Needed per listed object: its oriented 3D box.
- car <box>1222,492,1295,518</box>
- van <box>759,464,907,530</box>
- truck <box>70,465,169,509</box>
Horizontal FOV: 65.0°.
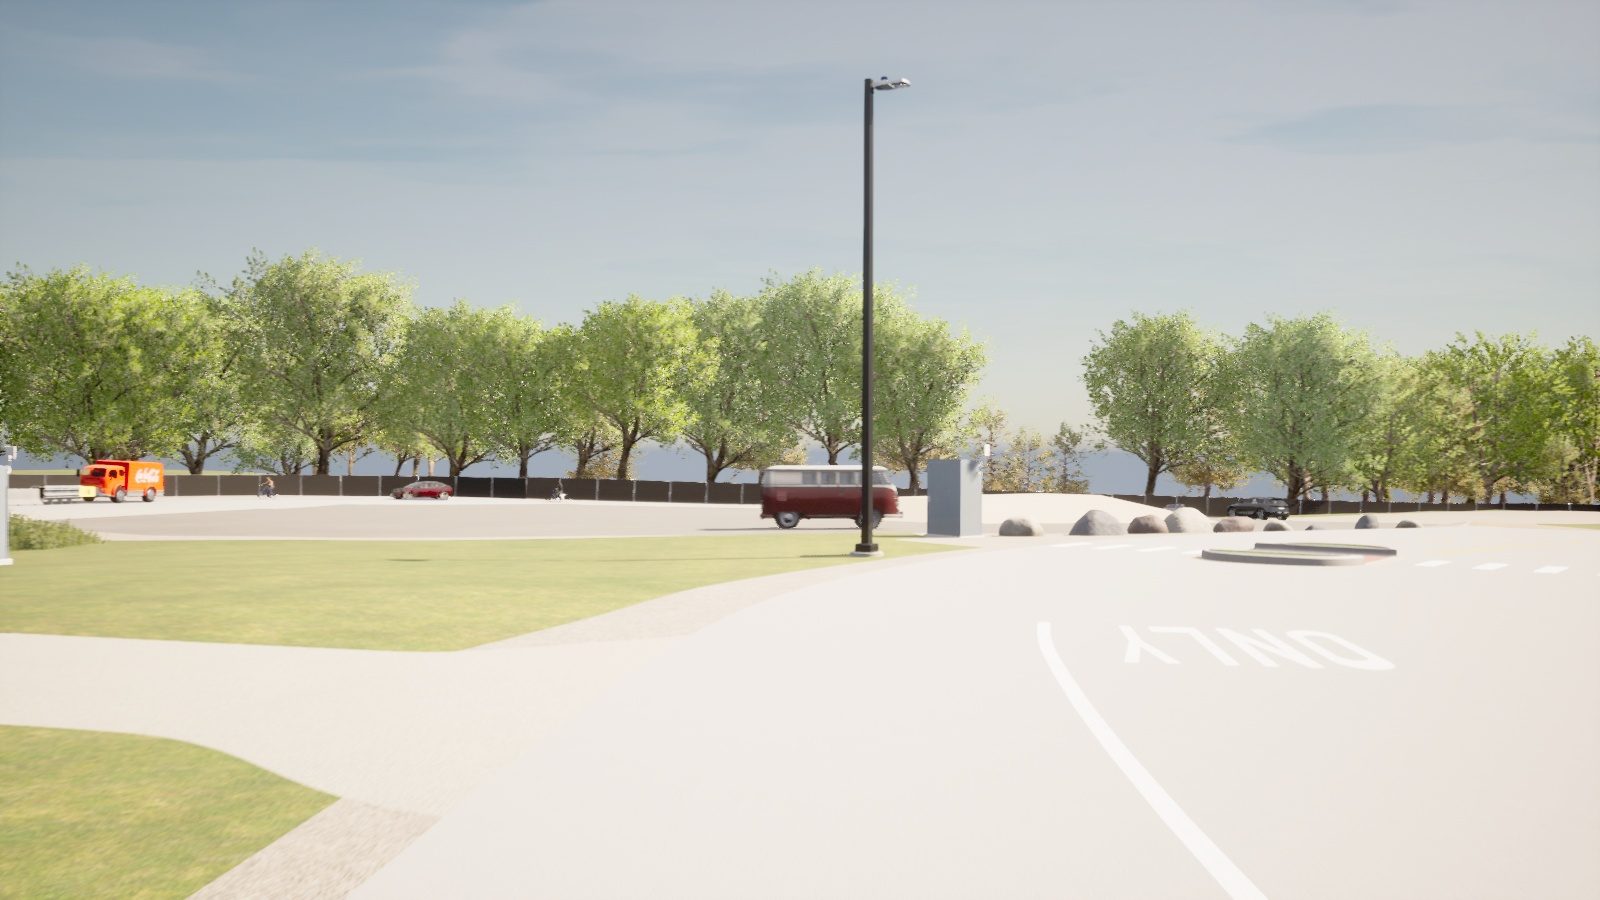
[{"bbox_3d":[31.406,3.732,86.086,2.033,1.649,4.856,1,-1,-20],"label":"car"},{"bbox_3d":[0.991,1.455,39.159,4.442,1.987,1.775,0,-2,-5],"label":"van"},{"bbox_3d":[-40.643,2.205,75.185,2.627,2.467,5.204,2,-1,6],"label":"truck"}]
